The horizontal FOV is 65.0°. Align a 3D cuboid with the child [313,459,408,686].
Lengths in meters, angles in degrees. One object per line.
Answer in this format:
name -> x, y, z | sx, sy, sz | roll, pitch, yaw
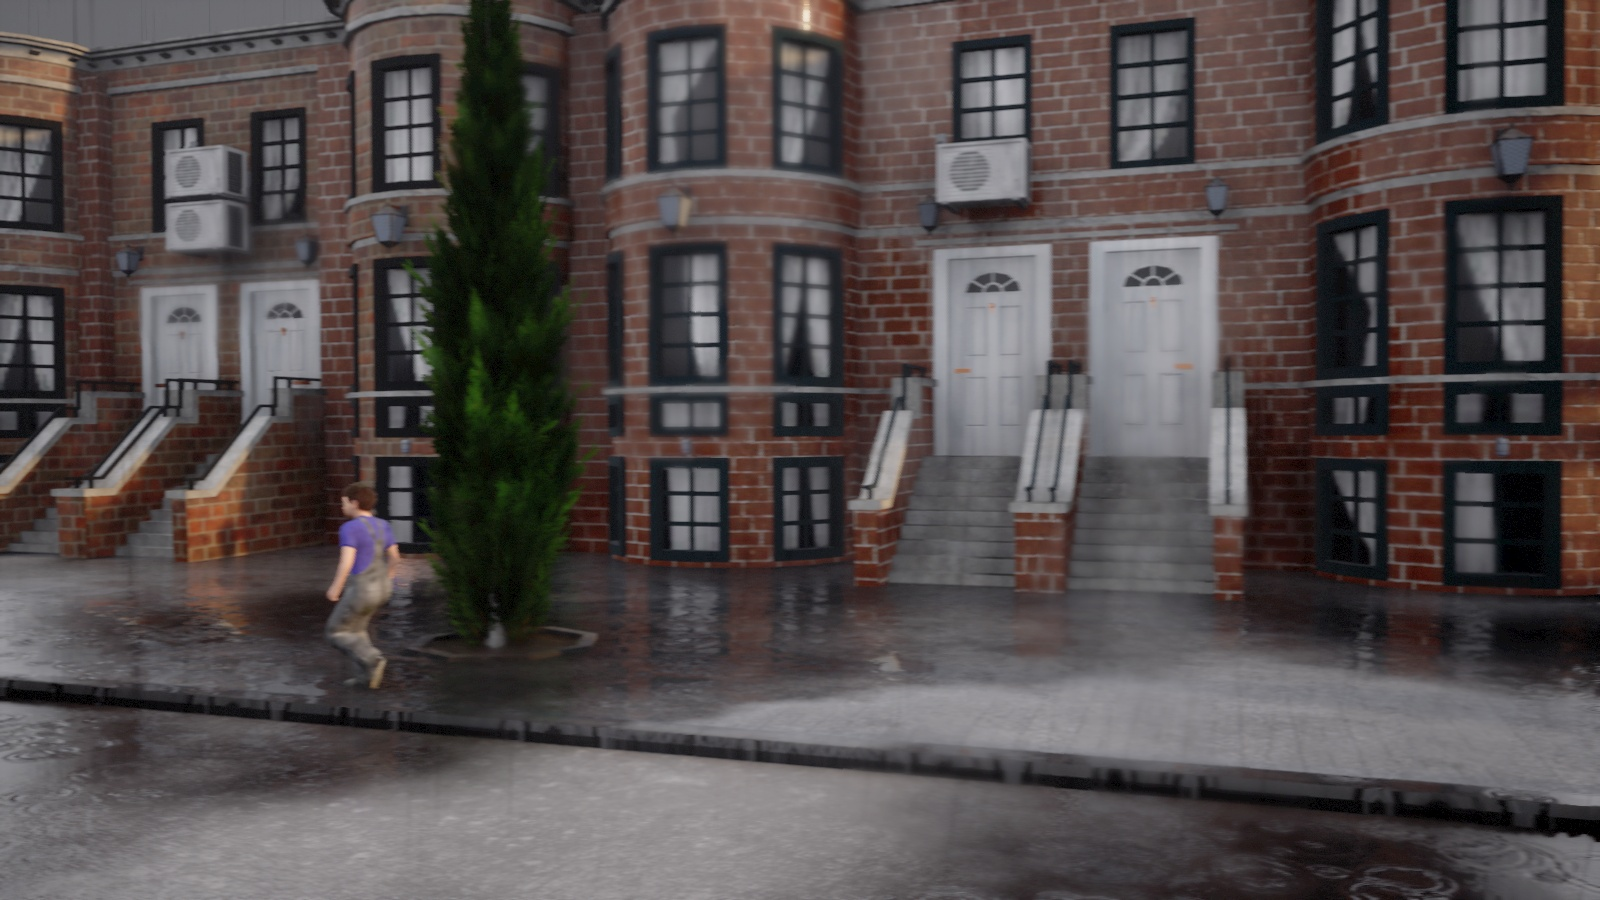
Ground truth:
child -> -2.530, 0.691, 7.239 | 0.437, 1.263, 0.270 | 0, 1, 17
